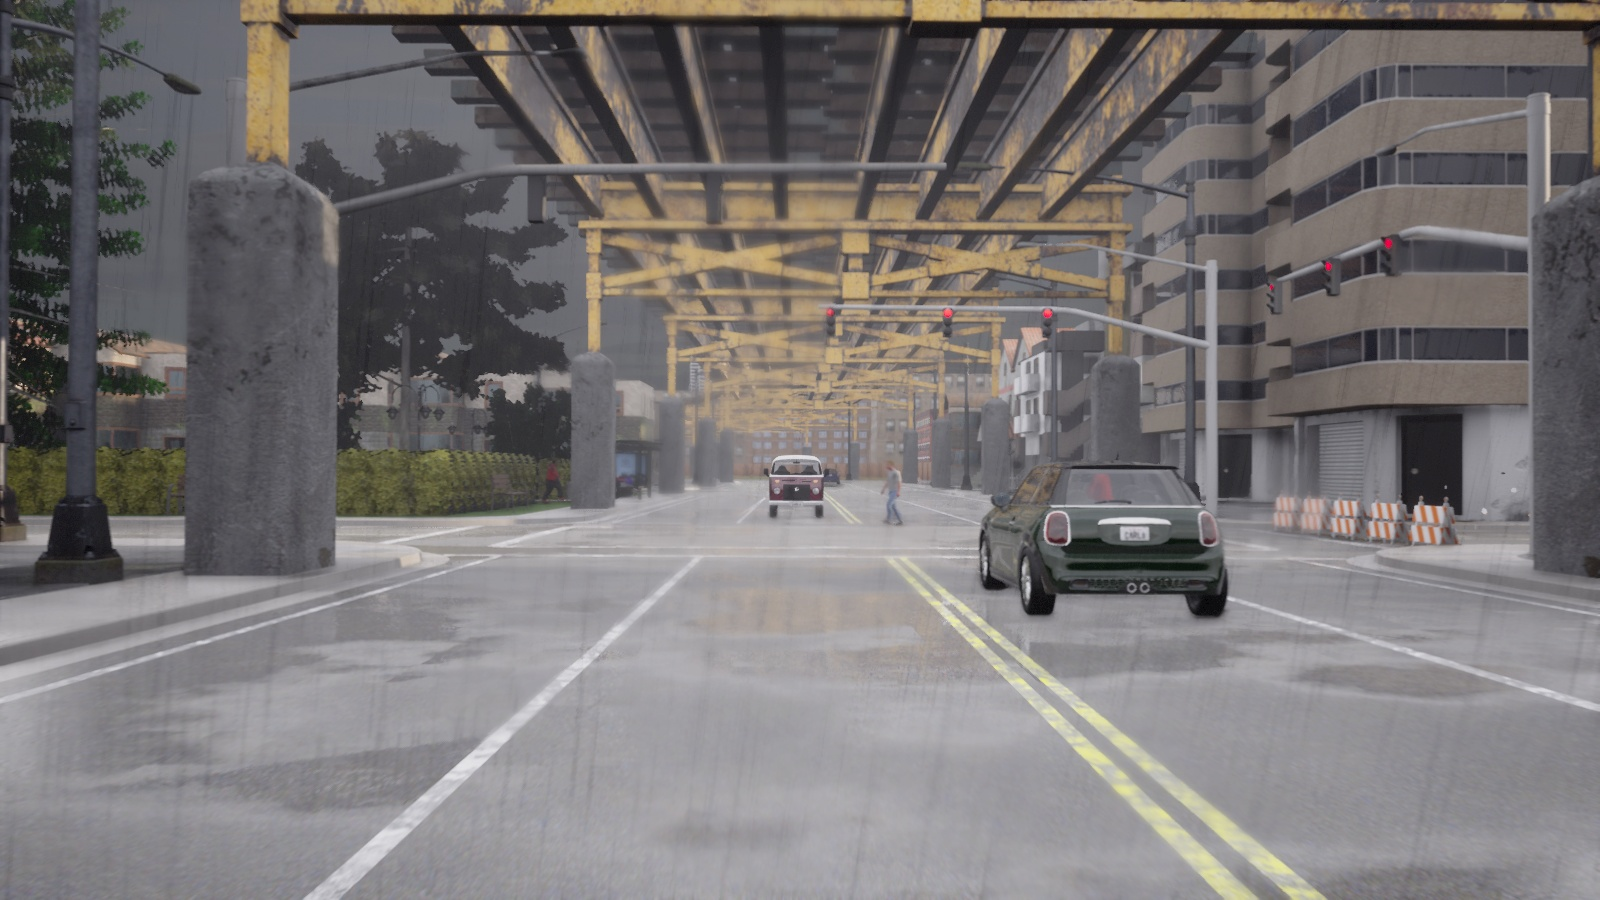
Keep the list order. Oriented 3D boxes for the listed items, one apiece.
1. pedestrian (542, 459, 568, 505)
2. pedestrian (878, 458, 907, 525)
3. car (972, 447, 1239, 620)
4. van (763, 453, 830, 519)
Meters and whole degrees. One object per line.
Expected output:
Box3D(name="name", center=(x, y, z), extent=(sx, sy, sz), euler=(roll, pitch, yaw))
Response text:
Box3D(name="pedestrian", center=(-10.016, 1.301, 51.403), extent=(0.899, 1.844, 0.634), euler=(0, -1, 7))
Box3D(name="pedestrian", center=(2.542, 1.137, 34.662), extent=(0.706, 1.836, 0.354), euler=(0, -1, -21))
Box3D(name="car", center=(3.460, 0.896, 15.216), extent=(2.097, 1.767, 4.553), euler=(0, -1, 0))
Box3D(name="van", center=(-0.106, 1.179, 41.380), extent=(2.069, 2.038, 4.480), euler=(0, -1, 0))
